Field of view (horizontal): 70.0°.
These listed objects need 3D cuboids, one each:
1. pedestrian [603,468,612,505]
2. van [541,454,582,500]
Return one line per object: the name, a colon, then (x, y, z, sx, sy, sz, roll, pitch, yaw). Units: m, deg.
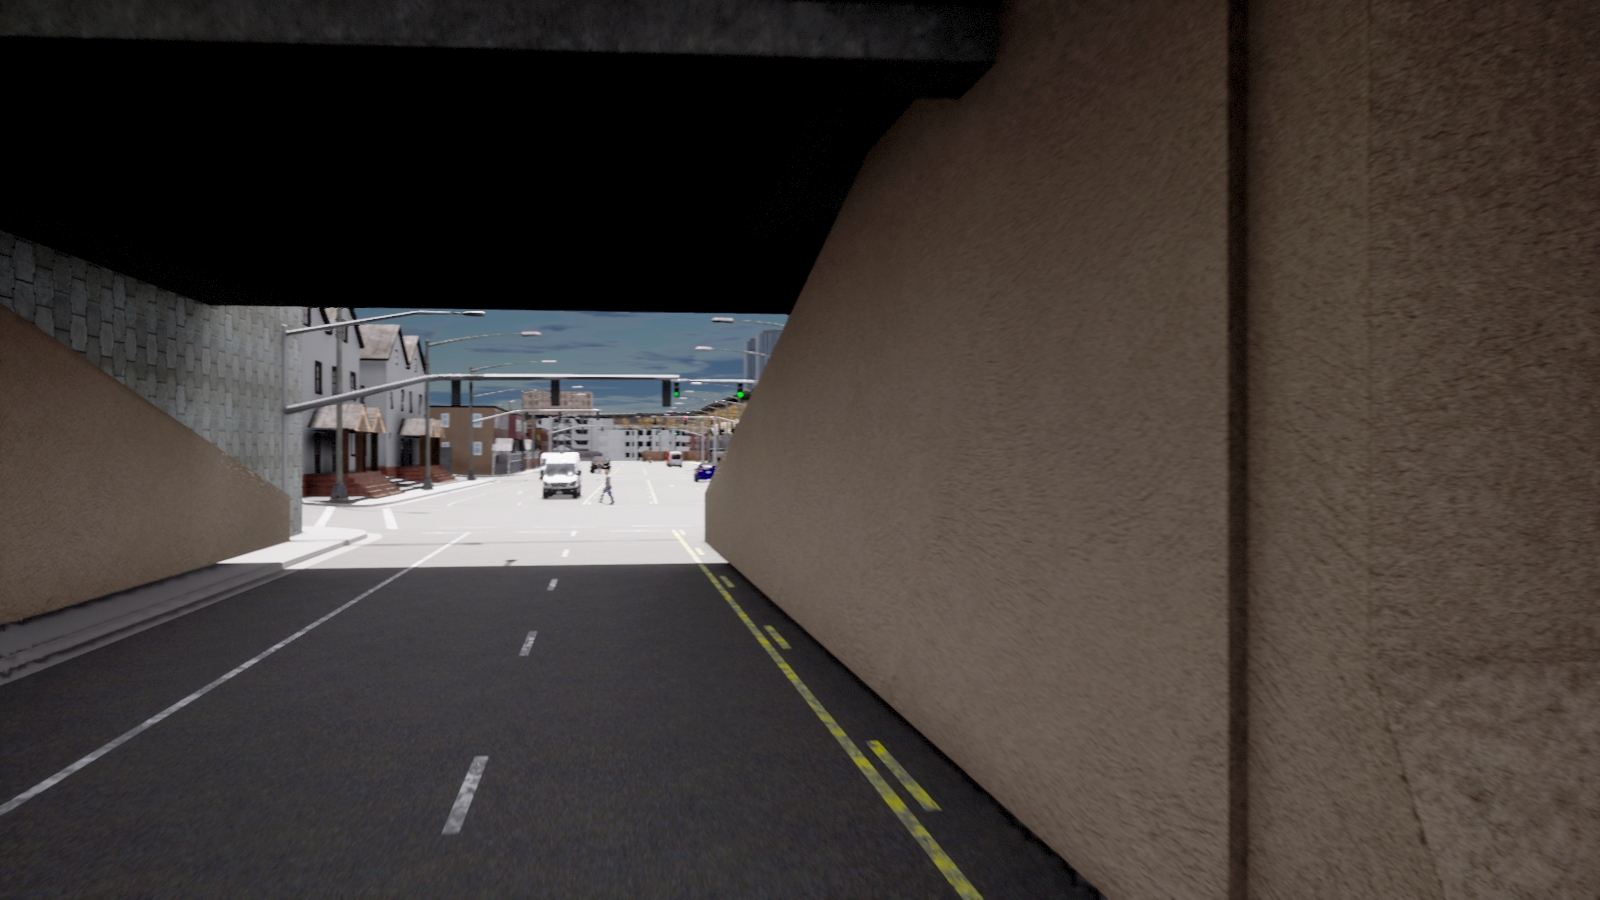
pedestrian: (-9.879, 1.870, 58.649, 0.375, 1.860, 0.375, 0, 0, -28)
van: (-14.087, 1.546, 67.739, 1.988, 2.561, 5.915, 0, 0, -8)
